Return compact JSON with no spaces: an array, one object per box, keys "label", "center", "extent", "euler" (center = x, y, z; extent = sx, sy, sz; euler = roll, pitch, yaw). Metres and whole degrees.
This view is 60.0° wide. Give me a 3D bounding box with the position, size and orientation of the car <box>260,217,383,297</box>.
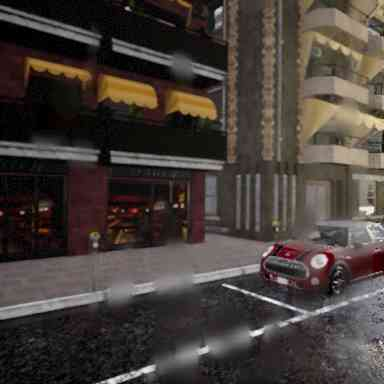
[{"label":"car","center":[3.688,1.517,8.739],"extent":[4.097,1.590,1.967],"euler":[1,0,-36]}]
